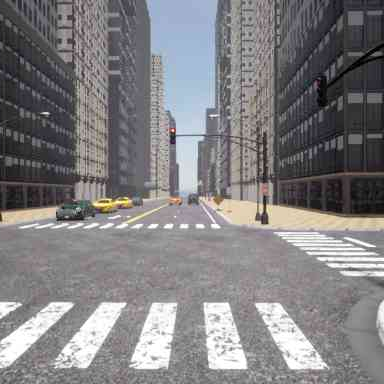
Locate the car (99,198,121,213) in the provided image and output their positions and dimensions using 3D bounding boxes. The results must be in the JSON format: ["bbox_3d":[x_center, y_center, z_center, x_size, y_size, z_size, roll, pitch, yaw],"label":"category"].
[{"bbox_3d":[-9.745,1.516,37.395,1.882,1.535,5.008,0,0,0],"label":"car"}]

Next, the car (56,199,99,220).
[{"bbox_3d":[-9.769,1.374,28.208,2.097,1.767,4.553,0,0,0],"label":"car"}]

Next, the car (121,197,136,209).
[{"bbox_3d":[-9.712,1.538,47.077,1.882,1.535,5.008,0,0,0],"label":"car"}]

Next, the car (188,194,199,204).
[{"bbox_3d":[0.274,1.361,70.335,2.150,2.045,5.566,0,0,0],"label":"car"}]

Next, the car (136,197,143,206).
[{"bbox_3d":[-9.641,1.640,57.725,2.033,1.411,5.357,0,0,1],"label":"car"}]

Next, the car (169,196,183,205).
[{"bbox_3d":[-2.978,1.452,59.916,2.097,1.767,4.553,0,0,0],"label":"car"}]

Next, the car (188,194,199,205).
[{"bbox_3d":[0.272,1.606,60.127,1.837,1.490,4.892,0,0,0],"label":"car"}]

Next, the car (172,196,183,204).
[{"bbox_3d":[-2.978,1.633,70.104,2.128,1.511,4.902,0,0,0],"label":"car"}]
